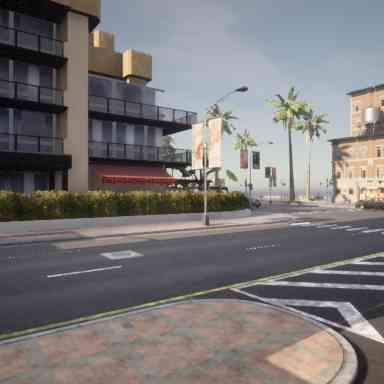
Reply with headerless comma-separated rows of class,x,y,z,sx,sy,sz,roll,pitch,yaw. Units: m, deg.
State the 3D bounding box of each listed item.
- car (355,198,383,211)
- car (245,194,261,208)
car,22.081,1.491,39.693,2.128,1.511,4.902,0,0,-35
car,7.433,1.221,48.093,2.150,2.045,5.566,0,0,-35
